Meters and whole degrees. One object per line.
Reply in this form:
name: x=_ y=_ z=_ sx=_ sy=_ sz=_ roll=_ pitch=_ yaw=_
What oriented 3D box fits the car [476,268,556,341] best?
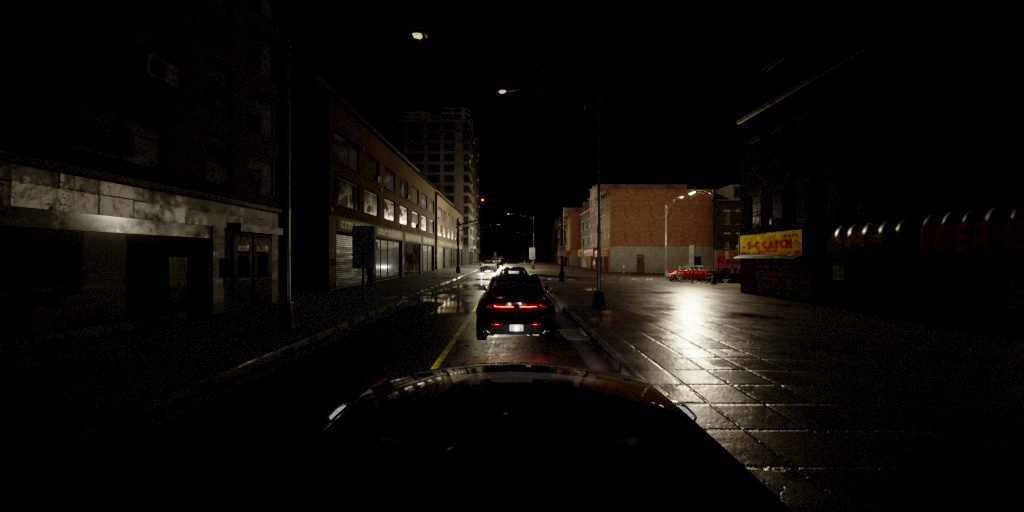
car: x=0.086 y=1.255 z=9.916 sx=1.837 sy=1.490 sz=4.892 roll=0 pitch=0 yaw=0

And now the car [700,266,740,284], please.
car: x=19.124 y=1.688 z=30.368 sx=4.892 sy=1.490 sz=1.837 roll=1 pitch=0 yaw=0

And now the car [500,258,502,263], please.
car: x=-2.886 y=1.347 z=54.916 sx=1.895 sy=1.301 sz=4.718 roll=0 pitch=0 yaw=0

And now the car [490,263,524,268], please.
car: x=0.095 y=1.298 z=19.527 sx=2.033 sy=1.411 sz=5.357 roll=0 pitch=0 yaw=0

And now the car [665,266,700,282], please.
car: x=16.336 y=1.574 z=33.113 sx=4.097 sy=1.591 sz=1.967 roll=0 pitch=0 yaw=0

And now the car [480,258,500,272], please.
car: x=-2.887 y=1.276 z=45.070 sx=1.812 sy=1.442 sz=4.674 roll=0 pitch=0 yaw=1
